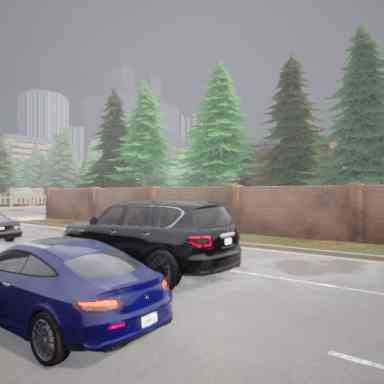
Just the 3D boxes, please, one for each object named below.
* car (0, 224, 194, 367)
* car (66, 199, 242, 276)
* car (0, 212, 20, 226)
[{"bbox_3d":[-2.431,1.526,5.743,4.674,1.442,1.812,0,0,36],"label":"car"},{"bbox_3d":[-1.336,1.223,9.259,5.566,2.045,2.150,0,0,36],"label":"car"},{"bbox_3d":[-9.773,1.547,15.275,5.357,1.411,2.033,0,0,39],"label":"car"}]
